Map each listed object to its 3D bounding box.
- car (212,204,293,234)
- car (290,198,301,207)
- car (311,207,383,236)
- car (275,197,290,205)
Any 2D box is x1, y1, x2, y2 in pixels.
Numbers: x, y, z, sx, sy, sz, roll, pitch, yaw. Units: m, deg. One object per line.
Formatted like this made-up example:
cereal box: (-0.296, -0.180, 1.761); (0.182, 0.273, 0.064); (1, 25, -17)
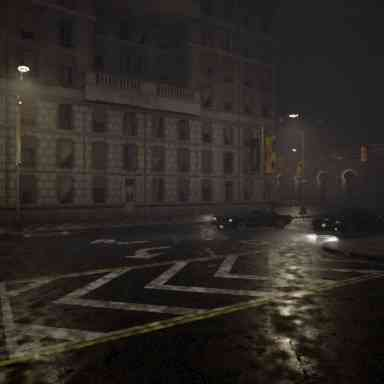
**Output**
car: (3.525, 1.601, 19.487); (4.718, 1.301, 1.895); (0, 0, -31)
car: (14.851, 1.528, 52.169); (1.812, 1.442, 4.674); (0, 0, -31)
car: (8.611, 1.565, 18.445); (4.181, 1.385, 1.994); (0, 0, -31)
car: (11.708, 1.549, 50.587); (2.033, 1.411, 5.357); (0, 0, -32)
